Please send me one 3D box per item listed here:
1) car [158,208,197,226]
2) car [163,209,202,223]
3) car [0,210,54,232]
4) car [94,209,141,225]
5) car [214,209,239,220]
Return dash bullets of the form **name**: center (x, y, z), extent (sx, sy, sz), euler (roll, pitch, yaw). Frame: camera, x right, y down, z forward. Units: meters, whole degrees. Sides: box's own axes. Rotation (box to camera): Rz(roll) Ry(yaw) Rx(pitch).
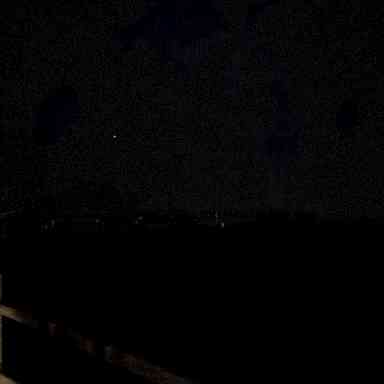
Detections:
- **car**: center (-1.363, 2.497, 34.445), extent (2.097, 1.767, 4.553), euler (0, -2, 36)
- **car**: center (-1.036, 2.831, 39.953), extent (2.128, 1.511, 4.902), euler (0, -2, 36)
- **car**: center (-12.414, 2.053, 23.955), extent (1.837, 1.490, 4.892), euler (0, -2, 34)
- **car**: center (-6.993, 2.413, 31.631), extent (2.128, 1.511, 4.902), euler (0, -2, 35)
- **car**: center (5.046, 3.281, 48.403), extent (1.837, 1.490, 4.892), euler (0, -3, 36)
